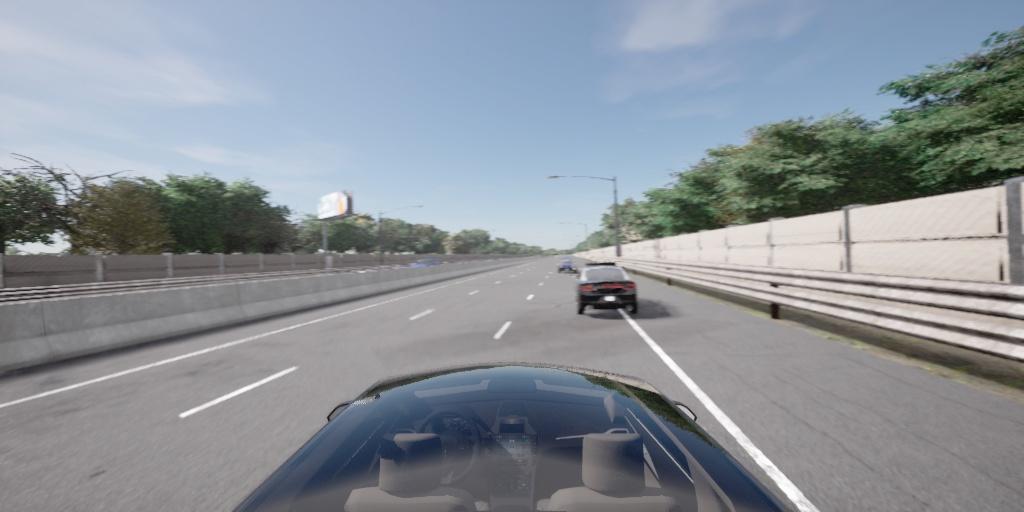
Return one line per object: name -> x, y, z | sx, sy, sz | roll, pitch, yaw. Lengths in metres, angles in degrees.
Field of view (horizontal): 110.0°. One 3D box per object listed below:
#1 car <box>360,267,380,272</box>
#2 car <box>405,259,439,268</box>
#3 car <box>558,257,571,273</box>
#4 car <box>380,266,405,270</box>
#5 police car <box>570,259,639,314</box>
car -> -17.766, 2.104, 46.175 | 1.895, 1.301, 4.718 | -2, 0, 9
car -> -10.864, 1.422, 45.171 | 2.150, 2.045, 5.566 | -2, 0, 9
car -> 5.918, 1.086, 38.397 | 1.895, 1.301, 4.718 | -2, 0, 9
car -> -14.308, 1.956, 45.649 | 1.895, 1.301, 4.718 | -2, 0, 9
police car -> 3.238, 1.026, 13.062 | 1.930, 1.638, 5.238 | -2, 0, 9
